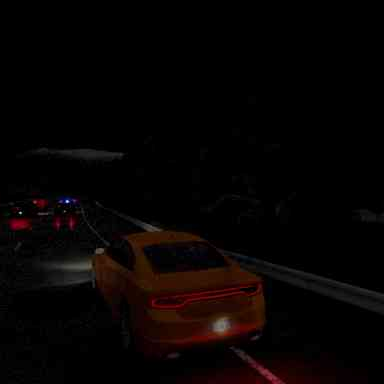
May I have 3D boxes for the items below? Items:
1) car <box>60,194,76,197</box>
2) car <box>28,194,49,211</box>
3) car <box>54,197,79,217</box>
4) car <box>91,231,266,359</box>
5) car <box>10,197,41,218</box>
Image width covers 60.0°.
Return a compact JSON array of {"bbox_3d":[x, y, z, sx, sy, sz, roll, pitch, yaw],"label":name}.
[{"bbox_3d":[-15.417,1.221,41.419,2.150,2.045,5.566,0,0,-18],"label":"car"},{"bbox_3d":[-18.581,1.221,40.021,2.150,2.045,5.566,0,0,-19],"label":"car"},{"bbox_3d":[-11.984,1.492,31.525,2.128,1.511,4.902,0,0,-19],"label":"car"},{"bbox_3d":[-0.677,1.478,6.302,1.882,1.535,5.008,0,0,-25],"label":"car"},{"bbox_3d":[-15.157,1.505,30.132,1.837,1.490,4.892,0,0,-19],"label":"car"}]
